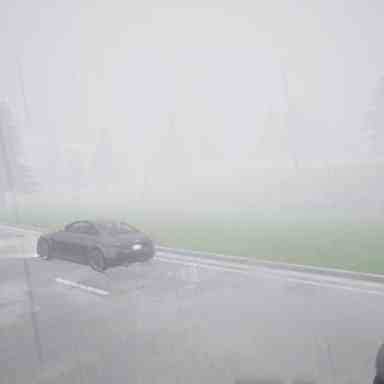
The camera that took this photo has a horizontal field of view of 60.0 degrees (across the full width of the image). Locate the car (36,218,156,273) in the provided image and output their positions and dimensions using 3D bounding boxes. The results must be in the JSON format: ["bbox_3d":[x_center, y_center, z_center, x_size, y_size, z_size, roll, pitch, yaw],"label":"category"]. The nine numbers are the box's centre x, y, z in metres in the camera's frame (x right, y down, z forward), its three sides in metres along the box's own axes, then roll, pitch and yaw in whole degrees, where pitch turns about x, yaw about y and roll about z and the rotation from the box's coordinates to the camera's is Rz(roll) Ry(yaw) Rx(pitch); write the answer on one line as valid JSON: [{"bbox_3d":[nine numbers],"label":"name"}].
[{"bbox_3d":[-3.175,1.542,10.735,4.181,1.385,1.994,0,0,37],"label":"car"}]

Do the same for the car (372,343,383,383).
[{"bbox_3d":[3.660,1.483,1.530,5.008,1.535,1.882,0,0,37],"label":"car"}]
